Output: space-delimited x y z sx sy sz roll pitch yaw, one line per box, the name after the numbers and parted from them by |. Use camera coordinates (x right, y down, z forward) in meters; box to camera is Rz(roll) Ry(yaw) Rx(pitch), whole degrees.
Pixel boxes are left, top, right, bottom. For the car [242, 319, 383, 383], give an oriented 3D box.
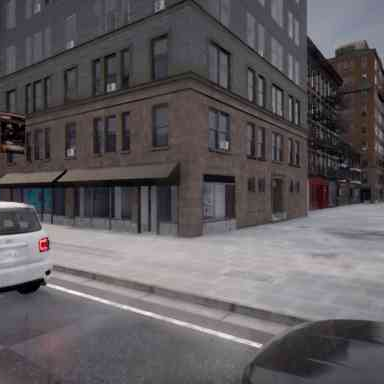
2.605 1.505 1.829 4.892 1.490 1.837 0 0 36 | car

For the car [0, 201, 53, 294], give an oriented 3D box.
-5.465 1.222 7.574 5.566 2.045 2.150 0 0 36 | car
